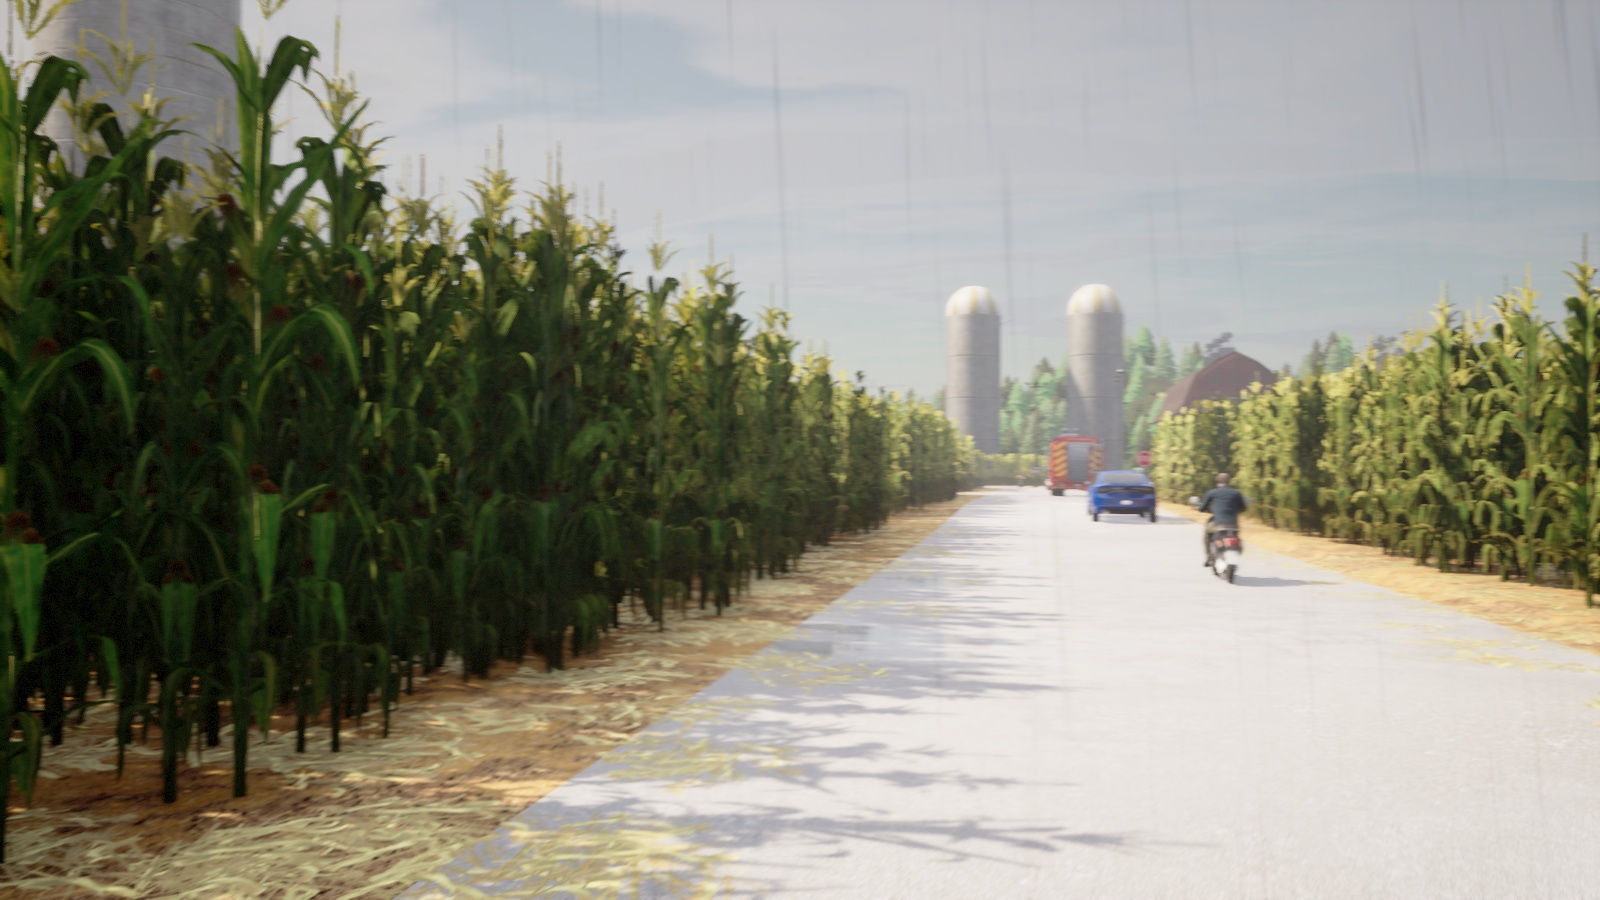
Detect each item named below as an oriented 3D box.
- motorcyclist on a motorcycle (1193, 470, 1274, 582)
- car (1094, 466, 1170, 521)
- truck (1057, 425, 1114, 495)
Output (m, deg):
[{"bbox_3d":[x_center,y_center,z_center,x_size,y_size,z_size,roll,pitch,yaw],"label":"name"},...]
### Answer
[{"bbox_3d":[6.438,1.090,18.741,0.866,1.590,1.817,0,-1,11],"label":"motorcyclist on a motorcycle"},{"bbox_3d":[10.178,1.287,38.808,1.882,1.535,5.008,0,0,11],"label":"car"},{"bbox_3d":[16.763,0.691,74.149,2.891,3.827,8.468,1,-2,11],"label":"truck"}]
